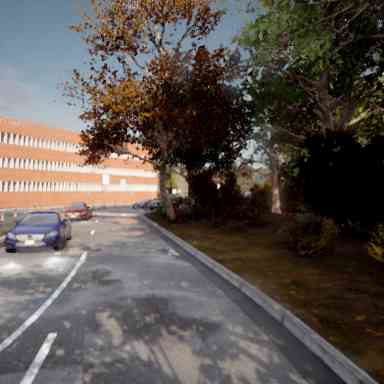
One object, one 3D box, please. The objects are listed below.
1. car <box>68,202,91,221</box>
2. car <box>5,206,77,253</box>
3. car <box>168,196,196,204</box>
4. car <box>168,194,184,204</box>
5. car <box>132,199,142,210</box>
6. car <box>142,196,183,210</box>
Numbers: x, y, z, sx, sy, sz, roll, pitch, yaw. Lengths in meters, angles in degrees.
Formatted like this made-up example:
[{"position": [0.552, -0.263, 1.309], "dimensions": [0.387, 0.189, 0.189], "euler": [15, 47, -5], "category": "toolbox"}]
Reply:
[{"position": [-9.256, 1.537, 26.984], "dimensions": [1.812, 1.442, 4.674], "euler": [0, 0, -11], "category": "car"}, {"position": [-6.139, 1.502, 13.812], "dimensions": [1.812, 1.442, 4.674], "euler": [0, 0, -13], "category": "car"}, {"position": [-2.017, 1.541, 64.710], "dimensions": [5.008, 1.535, 2.097], "euler": [0, 0, 24], "category": "car"}, {"position": [-4.349, 1.293, 59.561], "dimensions": [5.566, 2.045, 2.435], "euler": [0, 0, 24], "category": "car"}, {"position": [-6.197, 1.619, 44.564], "dimensions": [1.812, 1.442, 4.674], "euler": [0, 0, 24], "category": "car"}, {"position": [-3.675, 1.606, 42.527], "dimensions": [2.033, 1.411, 5.357], "euler": [0, 0, 27], "category": "car"}]
